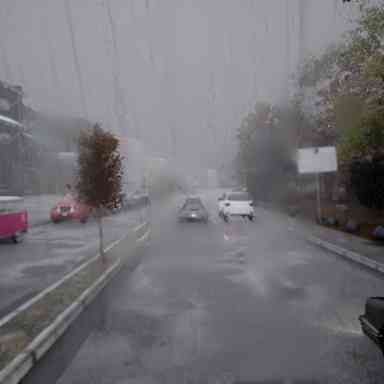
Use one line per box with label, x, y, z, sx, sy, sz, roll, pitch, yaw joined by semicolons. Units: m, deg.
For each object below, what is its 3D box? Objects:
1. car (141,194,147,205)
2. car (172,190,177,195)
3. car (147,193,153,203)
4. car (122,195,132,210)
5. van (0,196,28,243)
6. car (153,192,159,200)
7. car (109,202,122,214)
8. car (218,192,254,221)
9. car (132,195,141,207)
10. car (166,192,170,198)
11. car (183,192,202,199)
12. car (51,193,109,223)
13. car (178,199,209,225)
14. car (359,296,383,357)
car;-7.901;1.107;45.991;2.002;1.452;4.674;0;1;0
car;-6.192;0.492;90.131;1.946;1.575;5.366;0;1;7
car;-7.870;1.004;51.541;2.231;1.521;4.892;0;1;0
car;-7.964;1.226;34.899;2.002;1.452;4.674;0;1;0
van;-8.088;1.165;12.593;1.878;1.987;4.442;0;0;0
car;-7.807;0.871;62.533;2.097;1.535;5.008;0;1;1
car;-7.994;1.272;29.320;2.163;1.488;4.792;0;1;0
car;3.247;1.018;25.253;2.150;2.045;5.566;0;1;0
car;-7.932;1.157;40.415;2.163;1.488;4.792;0;1;0
car;-7.156;0.645;79.156;1.946;1.575;5.366;0;1;5
car;0.186;1.148;41.422;1.837;1.490;4.892;0;1;1
car;-8.026;1.042;23.773;2.435;2.045;5.566;0;1;0
car;0.101;1.387;22.301;1.994;1.385;4.181;0;1;0
car;3.250;1.531;2.169;2.033;1.411;5.357;0;0;0
